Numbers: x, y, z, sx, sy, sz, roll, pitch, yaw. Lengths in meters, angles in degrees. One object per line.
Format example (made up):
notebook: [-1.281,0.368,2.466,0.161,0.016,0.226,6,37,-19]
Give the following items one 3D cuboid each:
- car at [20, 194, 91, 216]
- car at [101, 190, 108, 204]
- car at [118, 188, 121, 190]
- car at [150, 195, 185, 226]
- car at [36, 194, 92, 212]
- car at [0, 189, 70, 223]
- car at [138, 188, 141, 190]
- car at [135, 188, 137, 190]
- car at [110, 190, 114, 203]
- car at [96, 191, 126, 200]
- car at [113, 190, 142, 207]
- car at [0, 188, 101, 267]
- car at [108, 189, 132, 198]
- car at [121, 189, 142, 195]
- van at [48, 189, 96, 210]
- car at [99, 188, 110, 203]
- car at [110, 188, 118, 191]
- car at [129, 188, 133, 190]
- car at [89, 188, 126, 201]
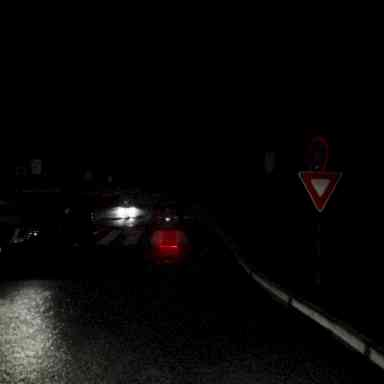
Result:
car: [-11.483,1.003,28.101,5.366,1.575,1.946,-1,1,-25]
car: [-12.418,0.863,36.996,5.008,1.535,2.097,-1,1,-25]
car: [-13.404,0.547,48.974,4.553,1.767,2.185,-1,1,-25]
car: [-1.505,1.164,20.383,1.837,1.490,4.892,0,1,-4]
car: [-11.917,1.001,31.016,4.674,1.452,2.002,-1,1,-25]
car: [-11.147,0.856,22.011,5.566,2.045,2.435,-1,1,-25]
car: [-16.725,0.141,87.849,4.892,1.521,2.231,-1,1,-25]
car: [-15.661,0.319,75.905,4.792,1.488,2.163,-1,1,-25]
car: [-12.934,0.807,42.985,4.674,1.452,2.002,-1,1,-25]
car: [-14.156,0.567,57.959,4.792,1.488,2.163,-1,1,-25]
car: [-7.163,0.867,37.547,2.128,1.511,4.902,0,1,-5]
car: [-4.915,1.029,10.988,2.150,2.045,5.566,0,1,-1]
car: [-15.214,0.244,69.899,4.553,1.767,2.185,-1,1,-25]
car: [-17.077,0.060,93.907,5.366,1.575,1.946,-1,1,-25]
van: [-12.276,0.689,33.949,4.442,1.987,1.878,-1,1,-25]
car: [-12.713,0.690,39.983,4.553,1.767,2.185,-1,1,-25]
car: [-13.153,0.594,45.983,4.553,1.767,2.185,-1,1,-25]
car: [-14.265,0.488,61.018,5.366,1.575,1.946,-1,1,-25]
car: [-13.912,0.330,54.964,5.566,2.045,2.435,-1,1,-25]
